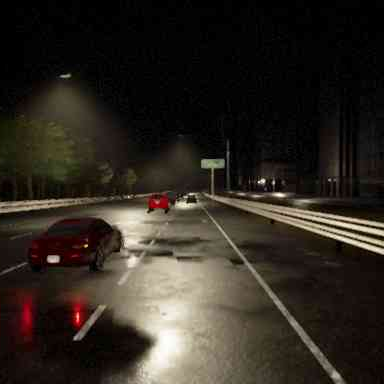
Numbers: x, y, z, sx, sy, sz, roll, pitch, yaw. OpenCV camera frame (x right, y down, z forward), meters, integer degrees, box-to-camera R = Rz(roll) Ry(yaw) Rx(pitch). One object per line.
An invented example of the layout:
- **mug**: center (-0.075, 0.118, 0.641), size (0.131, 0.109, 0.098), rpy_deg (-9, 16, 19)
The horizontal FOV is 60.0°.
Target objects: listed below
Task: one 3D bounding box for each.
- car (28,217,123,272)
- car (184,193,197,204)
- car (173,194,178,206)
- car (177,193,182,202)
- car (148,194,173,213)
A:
- **car**: center (-3.508, 1.527, 10.713), size (1.812, 1.442, 4.674), rpy_deg (0, 0, 0)
- **car**: center (-0.104, 1.446, 65.211), size (1.882, 1.535, 5.008), rpy_deg (0, 0, 0)
- **car**: center (-3.662, 1.489, 54.722), size (1.837, 1.490, 4.892), rpy_deg (0, 0, 0)
- **car**: center (-3.721, 1.506, 72.748), size (1.994, 1.385, 4.181), rpy_deg (0, 0, 0)
- **car**: center (-3.578, 1.218, 36.759), size (2.150, 2.045, 5.566), rpy_deg (0, 0, 0)
